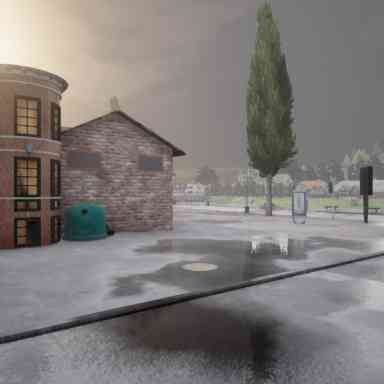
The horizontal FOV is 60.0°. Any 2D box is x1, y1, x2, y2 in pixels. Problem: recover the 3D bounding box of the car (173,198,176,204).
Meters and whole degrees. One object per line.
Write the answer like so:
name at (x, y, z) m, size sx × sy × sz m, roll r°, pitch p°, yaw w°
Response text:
car at (-4.632, 1.525, 60.368) m, size 1.812 × 1.442 × 4.674 m, roll 0°, pitch 0°, yaw -35°
